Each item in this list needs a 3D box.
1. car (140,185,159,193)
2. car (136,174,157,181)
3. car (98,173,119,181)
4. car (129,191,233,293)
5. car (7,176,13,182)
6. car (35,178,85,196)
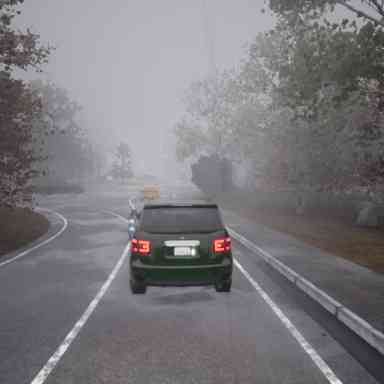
[{"bbox_3d":[-4.467,-0.039,35.199,1.882,1.535,5.008,-1,5,-7],"label":"car"},{"bbox_3d":[-10.319,-3.384,75.414,5.008,1.535,1.882,2,5,28],"label":"car"},{"bbox_3d":[-18.821,-3.396,74.708,4.553,1.767,2.097,0,5,1],"label":"car"},{"bbox_3d":[-0.345,1.142,8.861,2.150,2.045,5.566,0,1,-4],"label":"car"},{"bbox_3d":[-36.568,-2.477,65.246,1.895,1.301,4.718,3,5,28],"label":"car"},{"bbox_3d":[-15.607,-0.639,39.262,5.566,2.045,2.150,-1,6,-15],"label":"car"}]
